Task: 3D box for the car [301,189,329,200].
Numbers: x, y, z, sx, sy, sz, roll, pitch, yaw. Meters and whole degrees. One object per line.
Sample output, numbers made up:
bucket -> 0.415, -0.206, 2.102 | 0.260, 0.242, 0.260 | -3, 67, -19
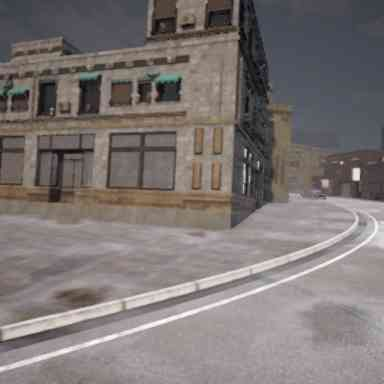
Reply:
car -> 17.903, 0.286, 48.796 | 2.033, 1.411, 5.357 | 3, 2, -7
